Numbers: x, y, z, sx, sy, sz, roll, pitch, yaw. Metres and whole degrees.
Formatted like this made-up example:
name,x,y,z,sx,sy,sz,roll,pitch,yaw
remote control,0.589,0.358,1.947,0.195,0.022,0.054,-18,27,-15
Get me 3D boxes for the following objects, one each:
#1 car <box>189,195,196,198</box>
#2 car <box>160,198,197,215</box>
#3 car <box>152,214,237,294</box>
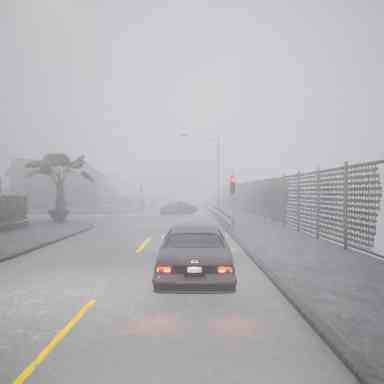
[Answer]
name,x,y,z,sx,sy,sz,roll,pitch,yaw
car,0.059,1.552,86.582,1.994,1.385,4.181,0,0,0
car,-1.299,1.564,32.750,1.994,1.385,4.181,0,0,34
car,0.069,1.547,8.932,2.033,1.411,5.357,0,0,1
